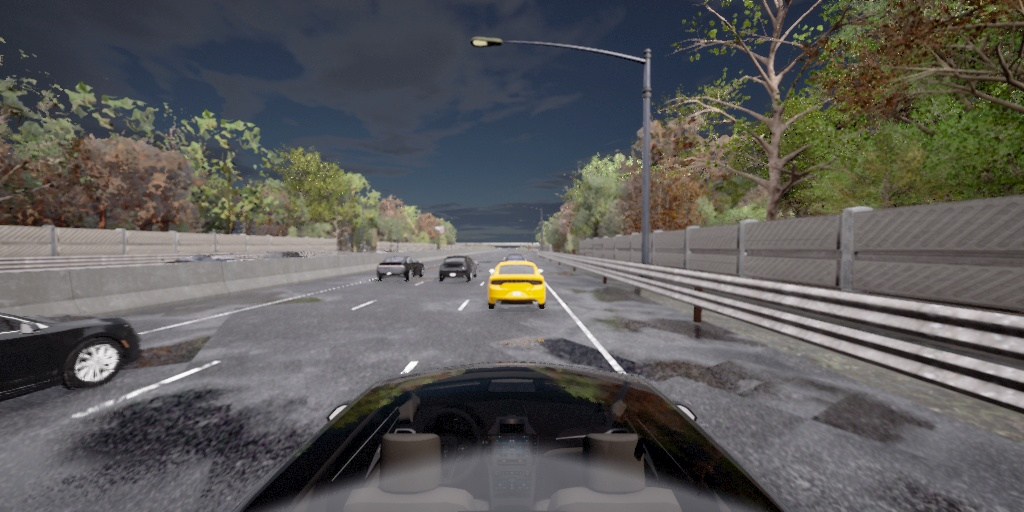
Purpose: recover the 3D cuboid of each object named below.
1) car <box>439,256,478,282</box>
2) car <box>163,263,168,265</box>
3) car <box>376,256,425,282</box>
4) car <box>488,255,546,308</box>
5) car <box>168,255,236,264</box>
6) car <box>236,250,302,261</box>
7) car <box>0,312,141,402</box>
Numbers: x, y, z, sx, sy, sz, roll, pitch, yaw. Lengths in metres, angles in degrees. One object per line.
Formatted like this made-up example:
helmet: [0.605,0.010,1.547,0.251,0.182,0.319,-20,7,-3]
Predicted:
car: [-3.272,0.724,22.319,1.837,1.490,4.892,0,1,0]
car: [-24.427,0.643,27.651,1.994,1.385,4.181,0,1,0]
car: [-6.771,0.711,22.239,2.128,1.511,4.902,0,1,0]
car: [0.166,0.923,13.428,1.882,1.535,5.008,0,2,0]
car: [-20.949,0.737,25.398,1.895,1.301,4.718,0,1,0]
car: [-17.437,0.461,26.549,2.097,1.767,4.553,0,1,0]
car: [-6.888,1.200,3.696,1.837,1.490,4.892,0,1,0]
